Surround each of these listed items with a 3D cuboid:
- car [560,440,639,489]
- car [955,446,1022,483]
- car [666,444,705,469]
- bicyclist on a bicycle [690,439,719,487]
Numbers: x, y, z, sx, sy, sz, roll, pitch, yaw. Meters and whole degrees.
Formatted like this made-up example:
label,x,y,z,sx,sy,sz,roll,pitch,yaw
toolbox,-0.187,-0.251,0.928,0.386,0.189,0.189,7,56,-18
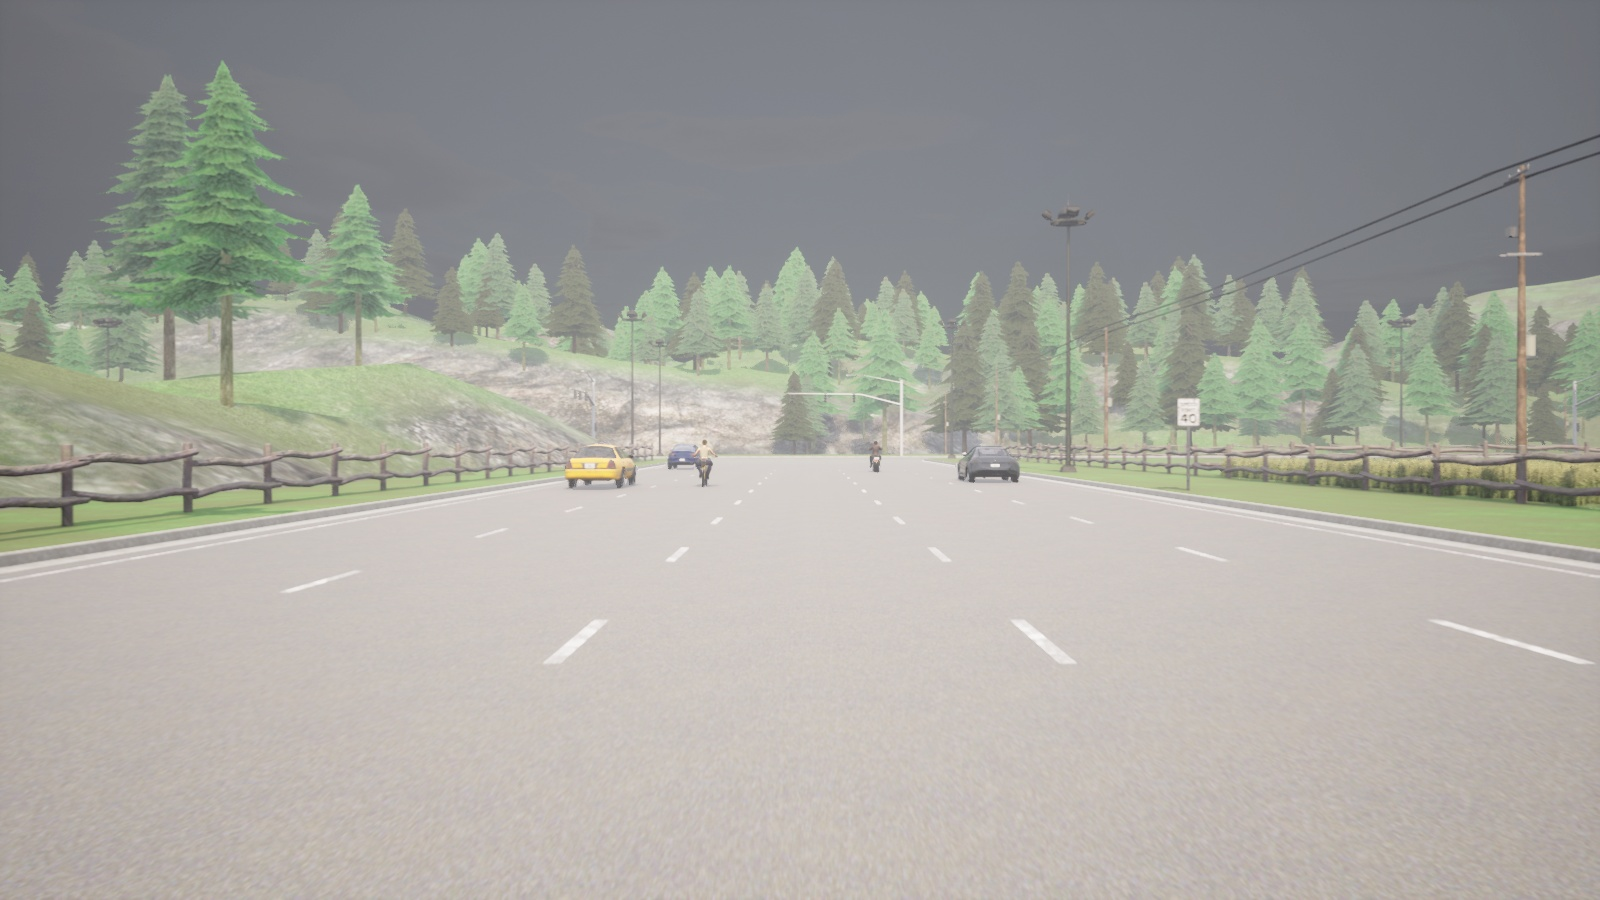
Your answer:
label,x,y,z,sx,sy,sz,roll,pitch,yaw
car,-6.744,0.439,42.788,1.801,1.575,5.366,0,0,0
car,7.291,0.541,48.894,1.994,1.385,4.181,0,0,0
car,-6.575,0.357,72.765,1.812,1.442,4.674,0,0,0
bicyclist on a bicycle,-3.248,0.439,42.866,0.866,1.612,1.509,0,0,1
